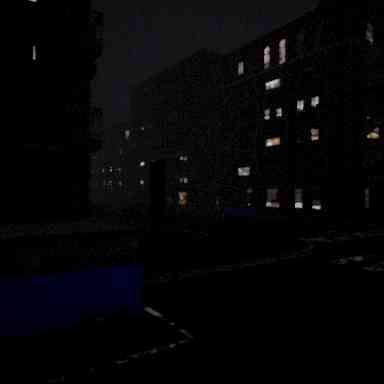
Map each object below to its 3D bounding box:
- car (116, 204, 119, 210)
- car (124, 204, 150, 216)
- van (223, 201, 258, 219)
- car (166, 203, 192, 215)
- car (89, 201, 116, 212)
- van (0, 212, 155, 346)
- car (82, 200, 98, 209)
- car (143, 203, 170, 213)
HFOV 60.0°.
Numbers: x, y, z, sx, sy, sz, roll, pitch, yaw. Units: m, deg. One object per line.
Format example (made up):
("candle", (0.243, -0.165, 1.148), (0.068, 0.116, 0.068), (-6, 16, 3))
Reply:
("car", (-15.152, 2.535, 61.729), (1.752, 1.417, 4.829), (-1, 0, -36))
("car", (-5.303, 1.934, 33.846), (1.967, 1.590, 4.097), (-1, -1, -36))
("van", (4.877, 1.791, 34.231), (1.690, 1.788, 3.998), (-1, 0, -36))
("car", (-1.955, 2.162, 43.422), (1.752, 1.417, 4.829), (-1, 0, -36))
("car", (-11.901, 2.119, 43.000), (1.967, 1.590, 4.097), (-1, -1, -36))
("van", (-2.667, 1.342, 4.793), (3.998, 1.788, 1.690), (0, 0, -36))
("car", (-21.652, 2.634, 70.745), (1.967, 1.590, 4.097), (-1, 0, -36))
("car", (-5.154, 2.292, 47.860), (1.947, 1.339, 4.313), (-1, 0, -36))
